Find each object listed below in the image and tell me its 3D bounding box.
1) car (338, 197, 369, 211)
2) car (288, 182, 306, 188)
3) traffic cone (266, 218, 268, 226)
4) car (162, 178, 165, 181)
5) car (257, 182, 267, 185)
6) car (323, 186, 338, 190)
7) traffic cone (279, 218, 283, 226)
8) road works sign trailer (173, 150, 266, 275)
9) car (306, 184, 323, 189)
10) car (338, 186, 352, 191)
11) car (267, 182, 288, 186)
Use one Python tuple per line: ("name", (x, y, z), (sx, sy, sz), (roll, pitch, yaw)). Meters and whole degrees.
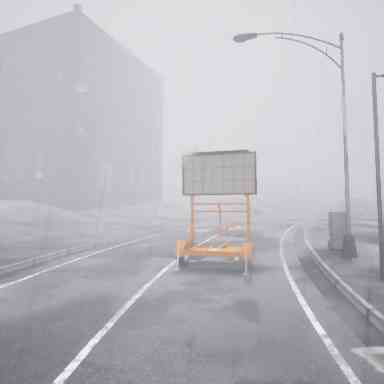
("car", (24.489, 1.864, 50.310), (5.566, 2.045, 2.150), (1, -4, -33))
("car", (22.938, -1.442, 76.257), (4.553, 1.767, 2.185), (2, -5, -27))
("traffic cone", (5.142, 2.081, 23.037), (0.340, 0.580, 0.340), (-2, -1, 17))
("car", (-7.080, -2.465, 62.410), (4.553, 1.767, 2.185), (2, -5, -24))
("car", (13.039, -1.677, 71.300), (4.674, 1.452, 2.002), (2, -5, -25))
("car", (32.765, -0.834, 81.697), (4.674, 1.452, 2.002), (3, -5, -30))
("traffic cone", (6.097, 2.049, 22.751), (0.340, 0.580, 0.340), (-2, -1, 17))
("road works sign trailer", (0.918, 0.493, 10.697), (2.380, 3.560, 2.880), (-1, 0, 18))
("car", (27.969, -1.065, 78.975), (4.792, 1.488, 2.163), (2, -5, -28))
("car", (37.417, -0.645, 84.475), (4.892, 1.521, 2.231), (3, -5, -31))
("car", (18.026, -1.521, 73.728), (5.008, 1.535, 2.097), (2, -5, -26))
